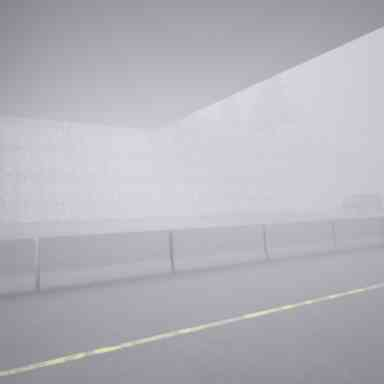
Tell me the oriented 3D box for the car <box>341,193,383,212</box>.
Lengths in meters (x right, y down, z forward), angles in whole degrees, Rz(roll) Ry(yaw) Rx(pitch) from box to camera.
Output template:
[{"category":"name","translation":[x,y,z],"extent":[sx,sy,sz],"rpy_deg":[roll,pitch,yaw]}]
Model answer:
[{"category":"car","translation":[19.919,1.179,38.822],"extent":[5.566,2.045,2.150],"rpy_deg":[0,0,-29]}]
